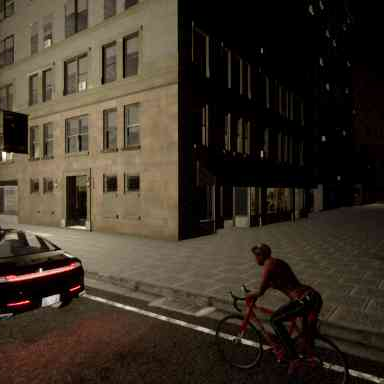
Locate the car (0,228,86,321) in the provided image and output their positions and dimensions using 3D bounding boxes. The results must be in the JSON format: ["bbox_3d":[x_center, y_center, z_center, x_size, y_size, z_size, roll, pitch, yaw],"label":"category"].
[{"bbox_3d":[-4.184,1.491,6.666,4.902,1.511,2.128,0,0,36],"label":"car"}]

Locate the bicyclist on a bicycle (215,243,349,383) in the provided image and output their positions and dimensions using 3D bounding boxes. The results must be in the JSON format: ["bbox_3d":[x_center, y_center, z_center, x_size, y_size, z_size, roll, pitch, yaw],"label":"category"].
[{"bbox_3d":[0.979,1.453,3.964,1.656,1.620,0.582,0,0,36],"label":"bicyclist on a bicycle"}]
